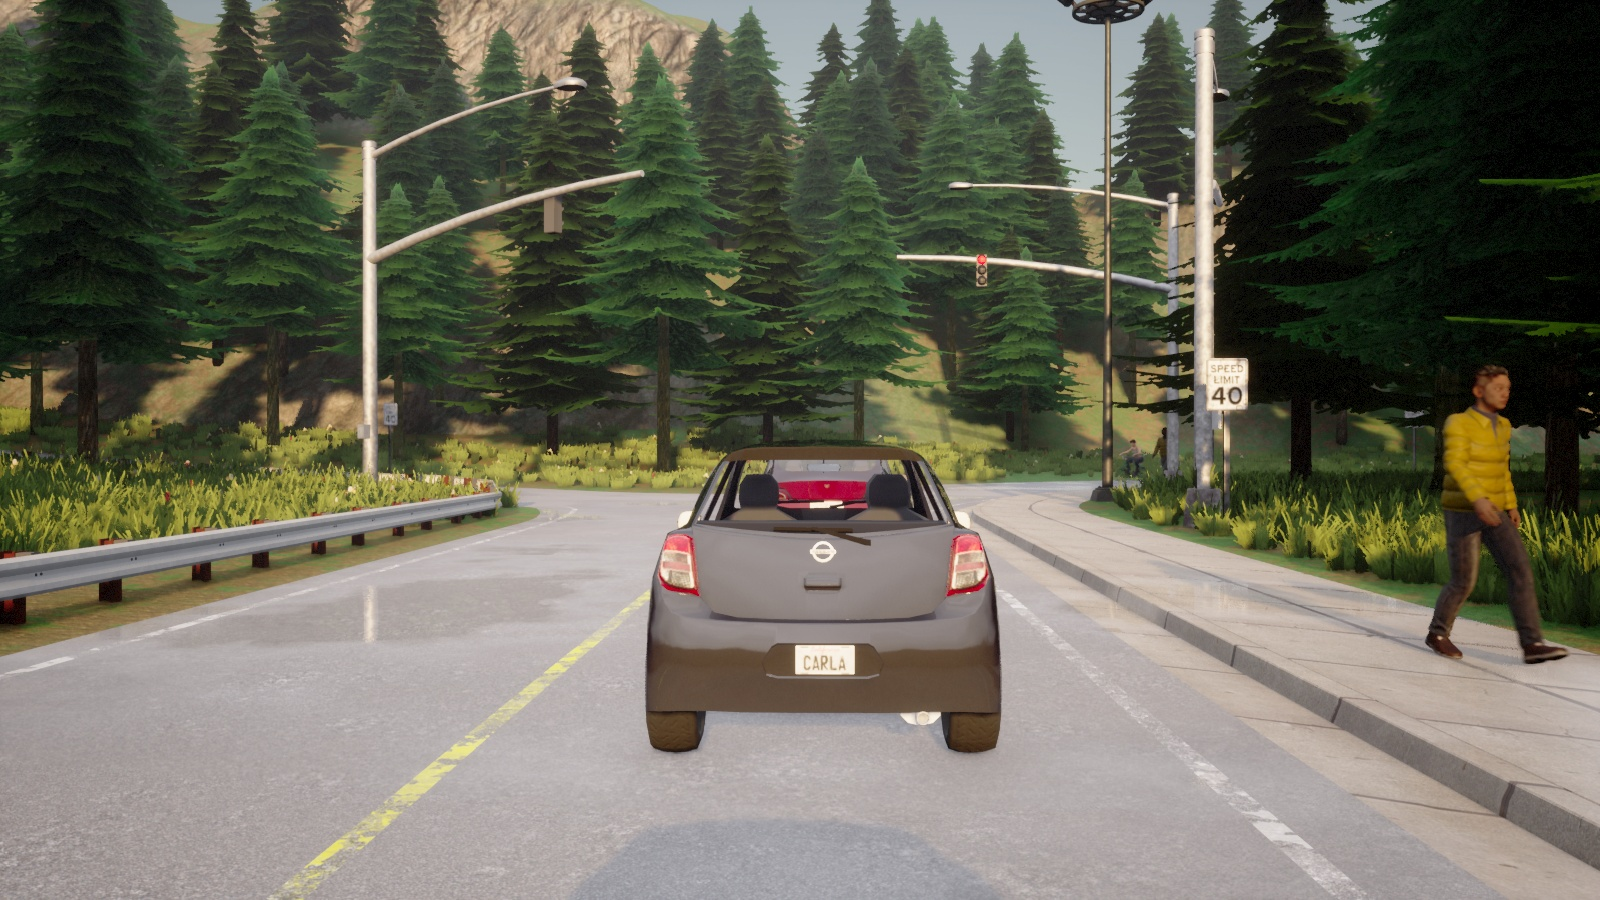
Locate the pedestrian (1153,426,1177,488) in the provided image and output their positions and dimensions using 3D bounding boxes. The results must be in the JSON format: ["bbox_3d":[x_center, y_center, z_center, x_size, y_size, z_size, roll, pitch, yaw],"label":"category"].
[{"bbox_3d":[10.842,0.207,37.328,0.431,1.840,0.709,0,0,40],"label":"pedestrian"}]

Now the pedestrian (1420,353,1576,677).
[{"bbox_3d":[4.166,0.369,7.528,0.431,1.840,0.709,0,0,-16],"label":"pedestrian"}]

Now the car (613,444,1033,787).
[{"bbox_3d":[0.136,0.719,7.344,1.845,1.501,3.633,0,0,1],"label":"car"}]

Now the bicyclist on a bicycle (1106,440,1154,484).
[{"bbox_3d":[12.287,0.429,46.809,1.509,1.612,0.866,0,1,-26],"label":"bicyclist on a bicycle"}]
